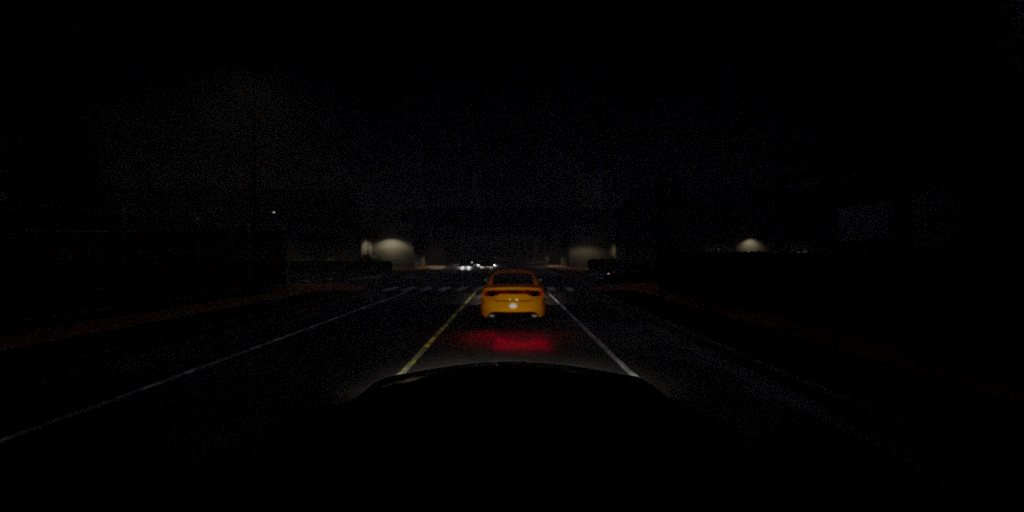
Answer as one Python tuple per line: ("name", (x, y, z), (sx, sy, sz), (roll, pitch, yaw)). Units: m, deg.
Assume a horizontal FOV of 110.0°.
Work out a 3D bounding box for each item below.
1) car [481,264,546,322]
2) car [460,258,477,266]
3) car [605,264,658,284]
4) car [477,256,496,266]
("car", (0.040, 1.187, 12.147), (1.882, 1.535, 5.008), (0, 0, 0))
("car", (-7.879, 1.027, 62.555), (2.128, 1.511, 4.902), (0, 0, 0))
("car", (8.851, 1.236, 25.611), (4.181, 1.385, 1.994), (0, 0, -5))
("car", (-4.381, 0.886, 62.574), (2.097, 1.767, 4.553), (0, 0, 0))
